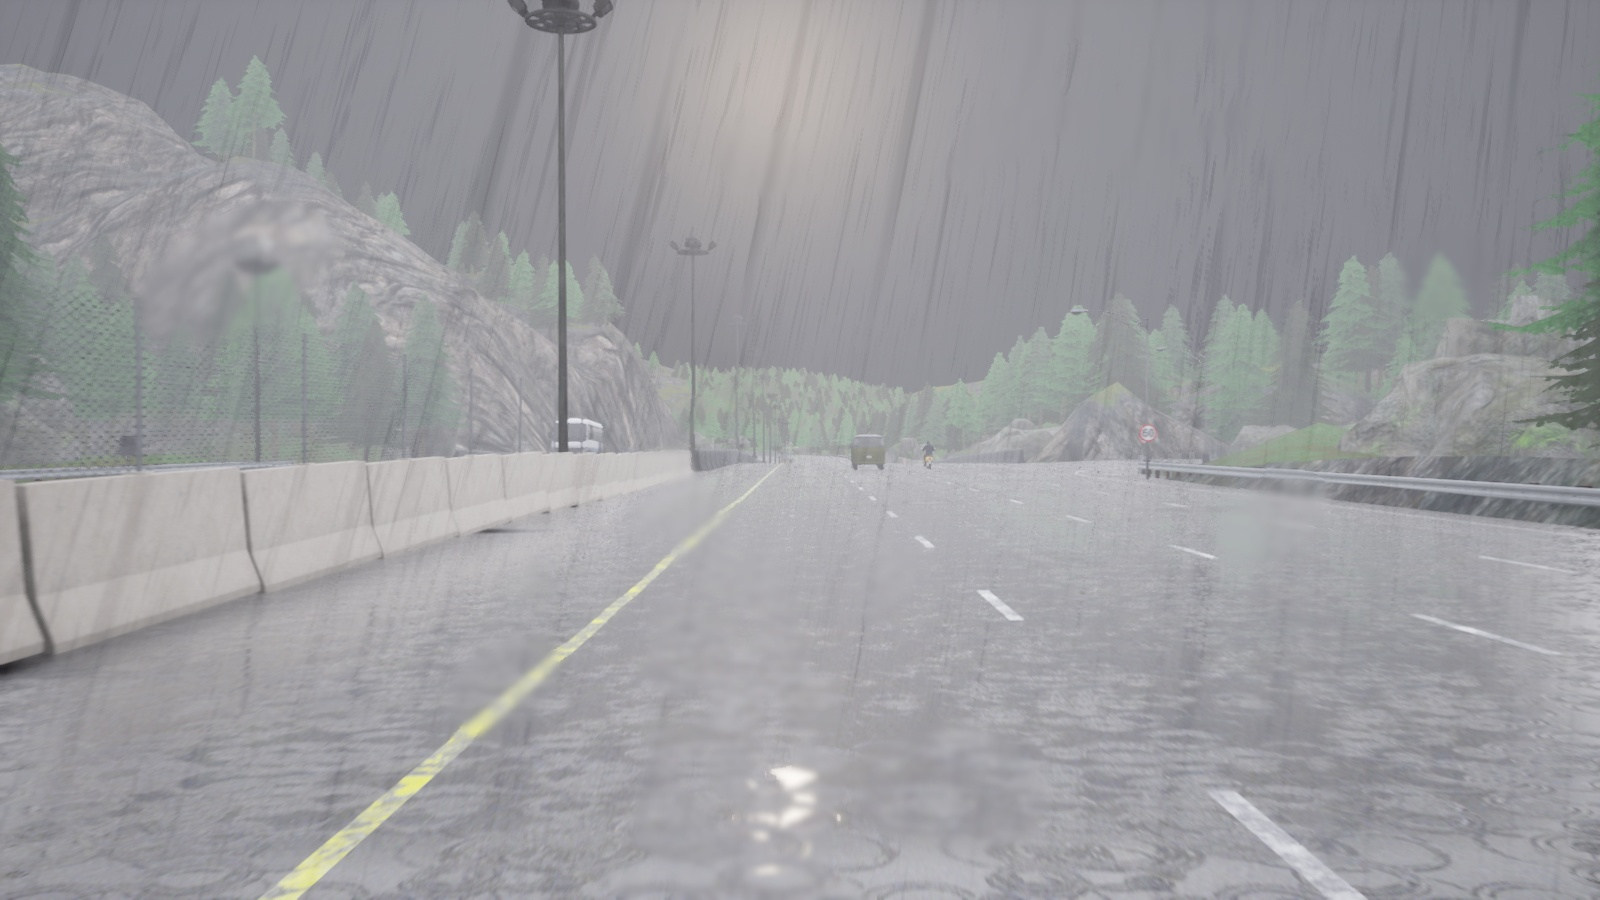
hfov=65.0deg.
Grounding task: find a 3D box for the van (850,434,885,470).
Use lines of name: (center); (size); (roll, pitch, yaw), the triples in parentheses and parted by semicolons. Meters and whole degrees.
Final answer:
van: (3.811, 0.115, 71.164); (1.775, 1.987, 4.442); (0, 0, 0)
